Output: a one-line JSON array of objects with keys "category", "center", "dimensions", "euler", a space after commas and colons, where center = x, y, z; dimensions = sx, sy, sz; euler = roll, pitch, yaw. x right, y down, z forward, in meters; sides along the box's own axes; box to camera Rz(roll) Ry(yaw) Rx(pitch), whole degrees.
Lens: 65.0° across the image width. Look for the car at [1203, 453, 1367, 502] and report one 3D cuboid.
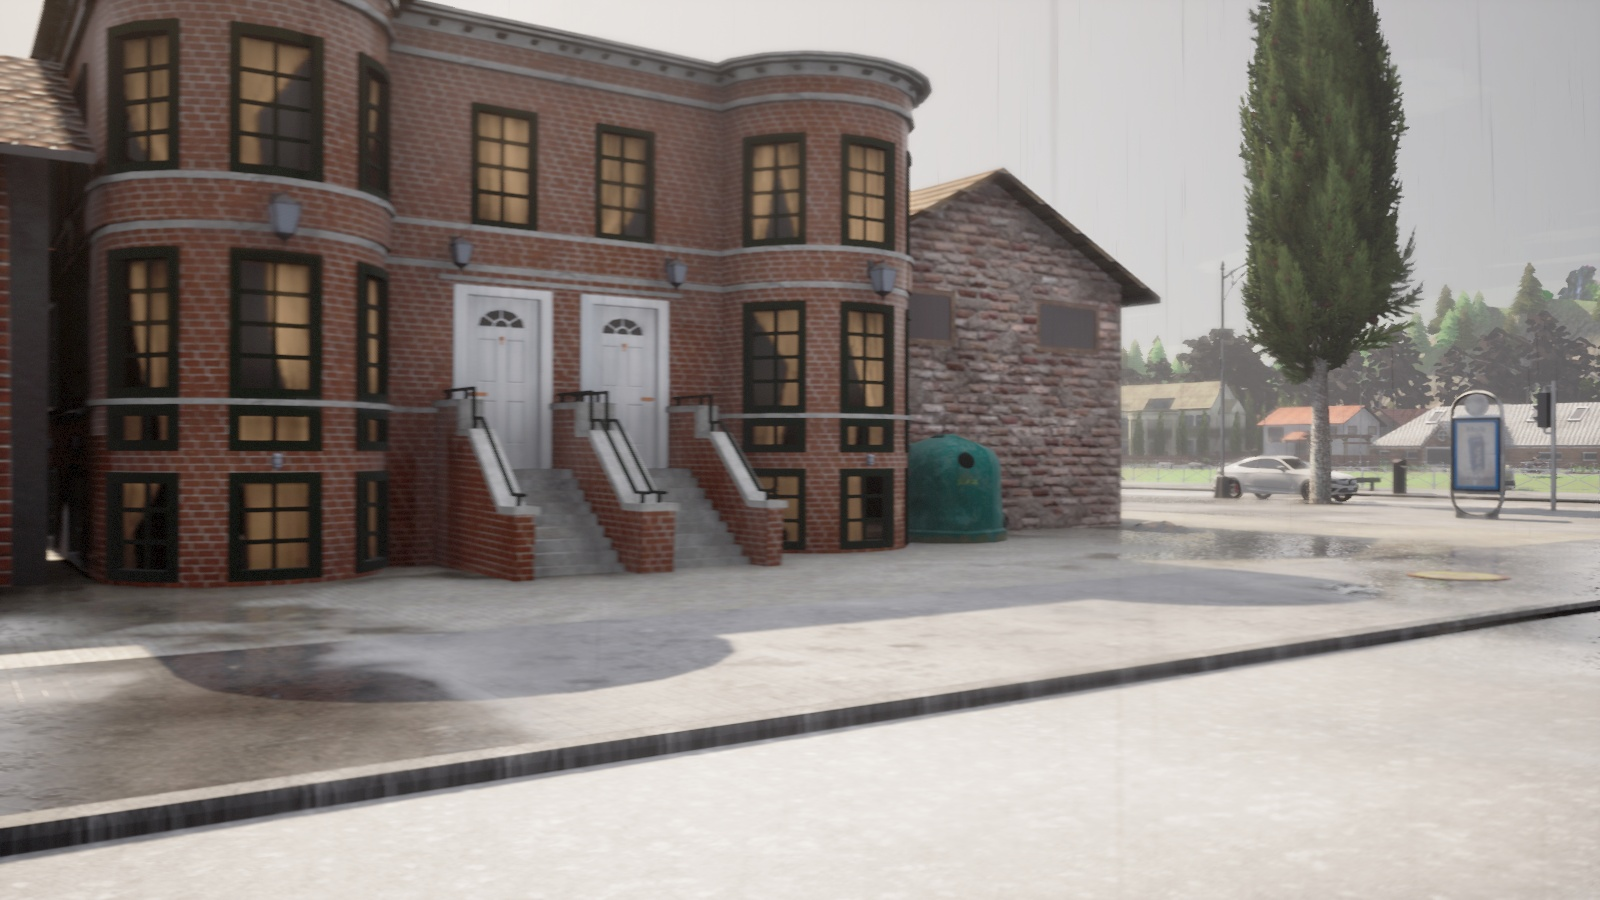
[{"category": "car", "center": [15.459, 0.837, 40.270], "dimensions": [1.812, 1.442, 4.674], "euler": [0, 0, -35]}]
